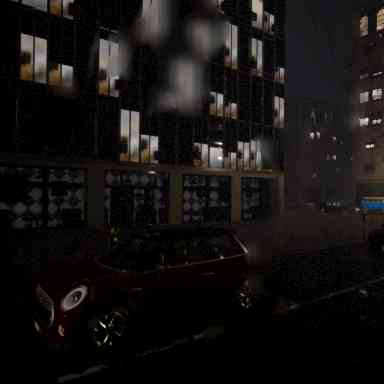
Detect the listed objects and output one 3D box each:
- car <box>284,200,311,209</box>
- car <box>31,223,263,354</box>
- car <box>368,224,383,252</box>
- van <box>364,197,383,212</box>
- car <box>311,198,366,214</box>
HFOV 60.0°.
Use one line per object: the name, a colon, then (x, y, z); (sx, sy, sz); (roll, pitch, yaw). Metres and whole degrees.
car: (15.697, 1.787, 48.854); (1.752, 1.417, 4.829); (0, -1, -35)
car: (-0.669, 1.441, 6.068); (4.097, 1.590, 1.967); (0, 1, -35)
car: (8.406, 1.567, 12.545); (4.313, 1.339, 1.947); (0, 1, -35)
van: (22.128, 1.524, 39.601); (1.690, 1.788, 3.998); (0, -1, -35)
car: (15.243, 1.620, 34.821); (2.008, 1.369, 4.403); (0, -1, -35)
